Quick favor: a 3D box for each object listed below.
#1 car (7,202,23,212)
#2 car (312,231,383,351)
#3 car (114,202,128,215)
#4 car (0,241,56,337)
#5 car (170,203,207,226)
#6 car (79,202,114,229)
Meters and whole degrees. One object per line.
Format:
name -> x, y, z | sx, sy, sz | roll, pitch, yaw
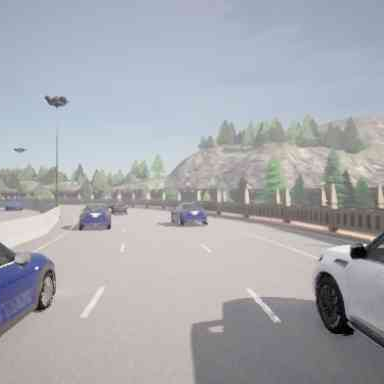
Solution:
car -> -27.358, 2.210, 51.300 | 1.882, 1.535, 5.008 | 0, -1, -34
car -> 3.376, 1.250, 3.741 | 2.150, 2.045, 5.566 | 0, 0, -3
car -> -9.224, 1.973, 40.770 | 2.128, 1.511, 4.902 | 0, -1, -24
car -> -3.786, 1.414, 5.090 | 2.097, 1.767, 4.553 | 0, -1, -4
car -> -0.354, 1.627, 26.473 | 2.097, 1.767, 4.553 | 0, -1, -15
car -> -6.951, 1.634, 24.109 | 2.097, 1.767, 4.553 | 0, -1, -15
